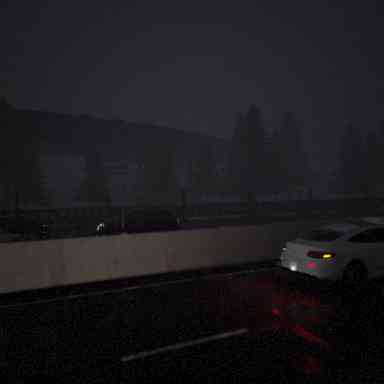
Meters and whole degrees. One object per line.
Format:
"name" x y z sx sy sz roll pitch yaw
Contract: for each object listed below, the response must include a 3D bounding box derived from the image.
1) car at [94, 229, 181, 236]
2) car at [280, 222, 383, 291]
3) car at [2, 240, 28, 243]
"car" -2.923 1.631 17.199 4.553 1.767 2.097 -1 -1 -24
"car" 4.543 1.514 8.804 4.674 1.442 1.812 -1 -1 -22
"car" -8.154 1.874 10.983 4.674 1.442 1.812 -1 -1 -25
